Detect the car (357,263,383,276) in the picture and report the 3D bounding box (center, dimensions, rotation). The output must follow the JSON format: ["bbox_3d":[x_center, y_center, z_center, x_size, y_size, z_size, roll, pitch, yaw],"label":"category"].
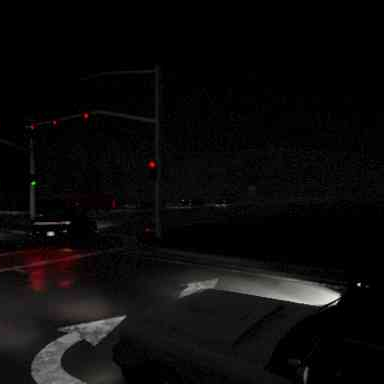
[{"bbox_3d":[4.620,1.563,4.995,4.181,1.385,1.994,0,0,36],"label":"car"}]

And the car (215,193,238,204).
[{"bbox_3d":[6.505,1.251,61.829,2.150,2.045,5.566,0,0,35],"label":"car"}]

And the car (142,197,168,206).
[{"bbox_3d":[-6.164,1.599,56.005,1.994,1.385,4.181,0,0,35],"label":"car"}]

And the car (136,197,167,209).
[{"bbox_3d":[-5.433,1.520,44.831,2.128,1.511,4.902,0,0,35],"label":"car"}]

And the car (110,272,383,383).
[{"bbox_3d":[1.472,1.601,2.941,4.718,1.301,1.895,0,0,36],"label":"car"}]

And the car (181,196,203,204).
[{"bbox_3d":[0.088,1.562,64.854,1.812,1.442,4.674,0,0,35],"label":"car"}]

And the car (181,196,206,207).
[{"bbox_3d":[0.265,1.381,53.004,2.097,1.767,4.553,0,0,35],"label":"car"}]

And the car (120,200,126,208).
[{"bbox_3d":[-11.866,1.582,47.845,2.033,1.411,5.357,0,0,35],"label":"car"}]

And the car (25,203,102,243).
[{"bbox_3d":[-6.044,1.505,16.087,2.128,1.511,4.902,-1,0,-6],"label":"car"}]

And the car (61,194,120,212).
[{"bbox_3d":[-11.101,1.251,36.681,2.150,2.045,5.566,0,0,35],"label":"car"}]

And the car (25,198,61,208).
[{"bbox_3d":[-17.426,1.539,39.847,1.837,1.490,4.892,0,0,35],"label":"car"}]
